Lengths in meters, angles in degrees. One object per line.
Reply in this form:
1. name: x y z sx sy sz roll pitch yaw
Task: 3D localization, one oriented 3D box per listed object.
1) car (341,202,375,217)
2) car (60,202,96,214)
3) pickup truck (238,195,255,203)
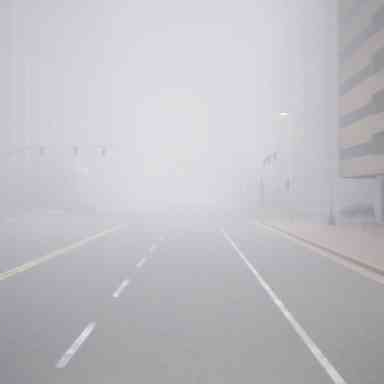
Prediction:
1. car: 17.450 1.783 33.477 4.674 1.442 1.812 0 0 0
2. car: -13.612 1.829 39.742 4.181 1.385 1.994 0 0 23
3. pickup truck: 13.794 1.669 84.240 2.390 2.098 6.274 0 0 31
